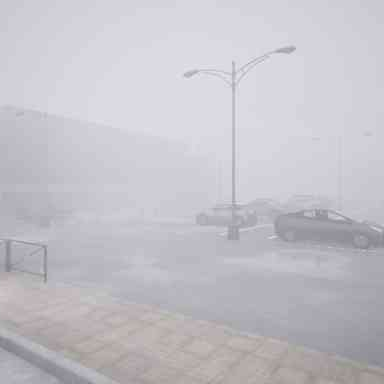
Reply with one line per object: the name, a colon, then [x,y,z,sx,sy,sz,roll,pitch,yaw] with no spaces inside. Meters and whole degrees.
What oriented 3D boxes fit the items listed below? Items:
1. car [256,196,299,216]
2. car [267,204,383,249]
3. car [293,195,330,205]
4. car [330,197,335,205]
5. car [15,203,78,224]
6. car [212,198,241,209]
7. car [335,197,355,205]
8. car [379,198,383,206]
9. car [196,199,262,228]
car: [5.584,1.345,26.801,5.027,1.636,2.152,0,0,35]
car: [5.854,1.490,14.316,4.514,1.523,2.007,0,0,35]
car: [12.912,1.268,37.289,3.866,1.878,1.905,0,0,35]
car: [14.239,1.289,39.907,4.605,1.855,1.932,0,0,35]
car: [-11.562,1.668,26.823,2.128,1.511,4.902,0,0,35]
car: [5.393,1.724,51.075,2.033,1.411,5.357,0,0,35]
car: [24.995,1.565,55.062,3.633,1.501,1.845,0,0,35]
car: [29.371,1.576,48.369,3.806,1.475,1.970,0,0,35]
car: [2.173,1.424,21.356,3.806,1.475,1.970,0,0,35]
